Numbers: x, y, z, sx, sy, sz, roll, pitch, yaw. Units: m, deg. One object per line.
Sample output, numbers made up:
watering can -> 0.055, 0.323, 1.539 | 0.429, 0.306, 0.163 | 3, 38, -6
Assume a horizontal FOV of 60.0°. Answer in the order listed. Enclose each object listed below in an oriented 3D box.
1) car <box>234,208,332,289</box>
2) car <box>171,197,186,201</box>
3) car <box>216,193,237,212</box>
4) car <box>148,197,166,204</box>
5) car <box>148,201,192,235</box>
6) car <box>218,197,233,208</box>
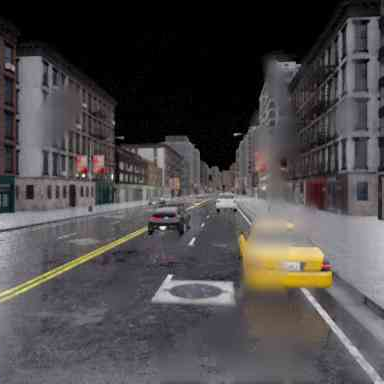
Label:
car -> 2.226, 1.446, 9.160 | 1.801, 1.575, 5.366 | 0, 0, 6
car -> -1.848, 1.444, 47.265 | 1.837, 1.490, 4.892 | 0, 0, 6
car -> 3.920, 1.173, 37.632 | 2.150, 2.045, 5.566 | 0, 0, 6
car -> -5.008, 1.430, 48.332 | 2.128, 1.511, 4.902 | 0, 0, 6
car -> -1.168, 1.481, 18.576 | 1.837, 1.490, 4.892 | 0, 0, 6
car -> 4.877, 1.486, 48.292 | 2.033, 1.411, 5.357 | 0, 0, 6
